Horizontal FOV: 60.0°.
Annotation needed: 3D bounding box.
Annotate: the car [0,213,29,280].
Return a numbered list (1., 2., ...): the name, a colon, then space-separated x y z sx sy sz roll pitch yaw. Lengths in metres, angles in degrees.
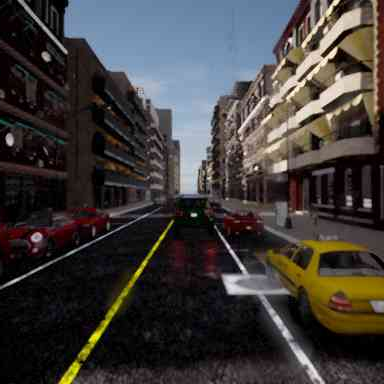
1. car: -5.688 1.324 6.692 2.192 1.841 5.009 0 0 0

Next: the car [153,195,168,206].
1. car: -5.690 1.615 57.417 2.008 1.369 4.403 0 0 0

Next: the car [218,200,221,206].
1. car: 2.691 1.597 40.505 2.008 1.369 4.403 0 0 0

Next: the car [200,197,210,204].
1. car: 2.691 1.640 68.686 1.947 1.339 4.313 0 0 0

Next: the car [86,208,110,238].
1. car: -5.689 1.566 17.965 1.887 1.381 4.507 0 0 0

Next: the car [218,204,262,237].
1. car: 2.691 1.566 17.961 1.887 1.381 4.507 0 0 0

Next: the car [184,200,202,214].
1. car: 0.099 1.643 37.382 1.895 1.301 4.718 0 0 0

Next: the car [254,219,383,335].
1. car: 2.691 1.533 6.858 1.752 1.417 4.829 0 0 0

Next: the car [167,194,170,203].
1. car: -5.690 1.620 63.054 2.008 1.369 4.403 0 0 0

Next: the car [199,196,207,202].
1. car: 2.690 1.668 79.959 1.802 1.307 4.206 0 0 0

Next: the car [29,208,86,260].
1. car: -5.689 1.455 12.328 1.967 1.590 4.097 0 0 0

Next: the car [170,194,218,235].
1. car: 0.101 1.244 19.207 2.150 2.045 5.566 0 0 0

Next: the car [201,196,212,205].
1. car: 2.691 1.594 63.220 1.752 1.417 4.829 0 0 0

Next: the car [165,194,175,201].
1. car: -5.689 1.407 85.600 2.192 1.841 5.009 0 0 0
